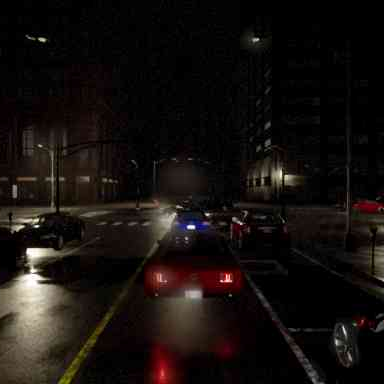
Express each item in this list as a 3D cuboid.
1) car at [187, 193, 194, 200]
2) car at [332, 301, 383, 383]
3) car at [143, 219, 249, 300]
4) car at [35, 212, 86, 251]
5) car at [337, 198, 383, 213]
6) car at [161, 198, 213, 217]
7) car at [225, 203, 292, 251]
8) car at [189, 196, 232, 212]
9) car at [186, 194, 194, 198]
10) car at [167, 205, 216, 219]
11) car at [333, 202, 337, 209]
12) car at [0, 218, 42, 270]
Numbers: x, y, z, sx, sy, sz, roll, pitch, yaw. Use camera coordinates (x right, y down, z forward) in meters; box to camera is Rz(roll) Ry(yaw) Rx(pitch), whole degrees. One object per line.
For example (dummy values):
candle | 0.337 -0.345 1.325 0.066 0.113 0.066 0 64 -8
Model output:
car | -0.399 1.288 92.263 2.097 1.767 4.553 0 0 0
car | 2.753 1.566 2.708 1.947 1.339 4.313 0 0 0
car | 0.040 1.601 8.352 1.895 1.301 4.718 0 0 0
car | -5.805 1.551 13.954 2.008 1.369 4.403 0 0 0
car | 18.382 1.512 35.642 4.181 1.385 1.994 0 0 0
car | -0.579 1.563 30.899 2.033 1.411 5.357 0 0 35
car | 2.720 1.441 13.980 1.967 1.590 4.097 0 0 0
car | 2.337 1.502 38.812 4.892 1.490 1.837 0 0 0
car | -0.329 1.409 82.255 2.097 1.767 4.553 0 0 0
car | -0.047 1.565 17.108 1.994 1.385 4.181 0 0 0
car | 19.048 1.436 38.896 4.892 1.490 1.837 0 0 0
car | -5.788 1.566 8.317 1.947 1.339 4.313 0 0 0
